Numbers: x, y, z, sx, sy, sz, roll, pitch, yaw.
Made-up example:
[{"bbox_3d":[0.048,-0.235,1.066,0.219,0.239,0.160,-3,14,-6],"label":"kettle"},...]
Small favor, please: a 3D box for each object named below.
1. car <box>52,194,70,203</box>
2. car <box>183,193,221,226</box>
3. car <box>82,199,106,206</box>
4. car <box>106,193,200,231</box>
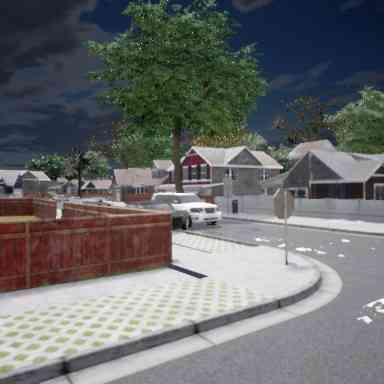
[{"bbox_3d":[-18.671,0.968,47.073,1.812,1.442,4.674,-1,1,-31],"label":"car"},{"bbox_3d":[-0.624,1.052,21.150,2.150,2.045,5.566,0,0,-39],"label":"car"},{"bbox_3d":[-9.533,1.345,33.466,1.895,1.301,4.718,-1,1,-35],"label":"car"},{"bbox_3d":[-1.886,1.231,17.487,2.097,1.767,4.553,4,4,34],"label":"car"}]
